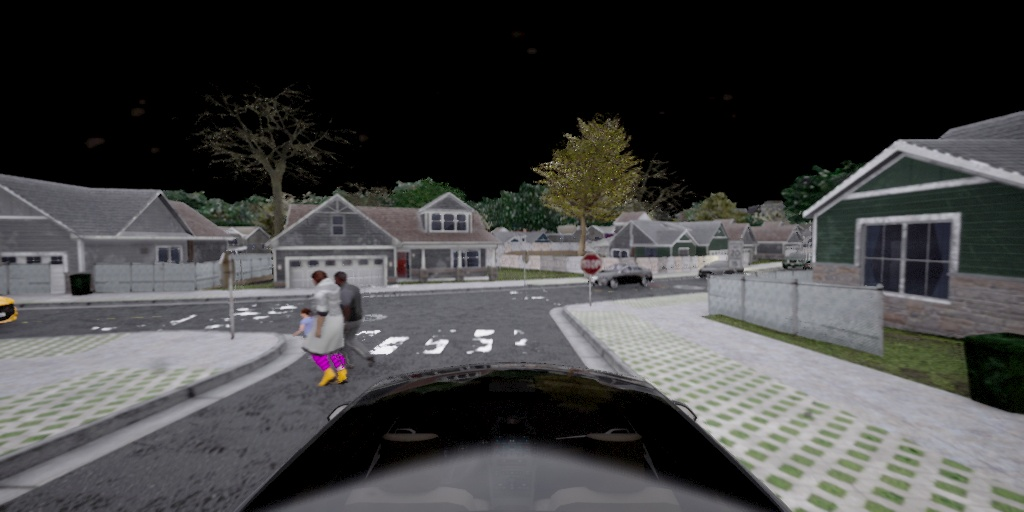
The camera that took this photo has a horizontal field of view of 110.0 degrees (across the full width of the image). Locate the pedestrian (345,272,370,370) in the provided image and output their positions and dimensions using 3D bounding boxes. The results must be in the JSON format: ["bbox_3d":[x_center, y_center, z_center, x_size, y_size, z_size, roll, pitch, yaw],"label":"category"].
[{"bbox_3d":[-2.894,1.093,6.343,0.375,1.860,0.375,-3,3,0],"label":"pedestrian"}]

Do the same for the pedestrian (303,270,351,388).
[{"bbox_3d":[-2.903,1.086,5.623,0.375,1.860,0.375,-3,3,0],"label":"pedestrian"}]

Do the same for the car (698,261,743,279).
[{"bbox_3d":[17.730,1.178,30.403,4.892,1.490,1.837,-1,3,-34],"label":"car"}]

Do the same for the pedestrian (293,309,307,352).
[{"bbox_3d":[-3.874,1.479,6.960,0.500,1.100,0.500,-3,3,0],"label":"pedestrian"}]

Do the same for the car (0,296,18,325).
[{"bbox_3d":[-17.505,1.469,9.885,5.008,1.535,1.882,0,2,-17],"label":"car"}]

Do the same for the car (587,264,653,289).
[{"bbox_3d":[7.244,1.287,23.917,4.902,1.511,2.128,-1,2,-30],"label":"car"}]

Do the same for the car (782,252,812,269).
[{"bbox_3d":[34.408,0.573,42.941,5.566,2.045,2.150,-1,3,-38],"label":"car"}]

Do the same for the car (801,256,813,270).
[{"bbox_3d":[33.198,1.082,38.475,4.181,1.385,1.994,-1,3,-38],"label":"car"}]
